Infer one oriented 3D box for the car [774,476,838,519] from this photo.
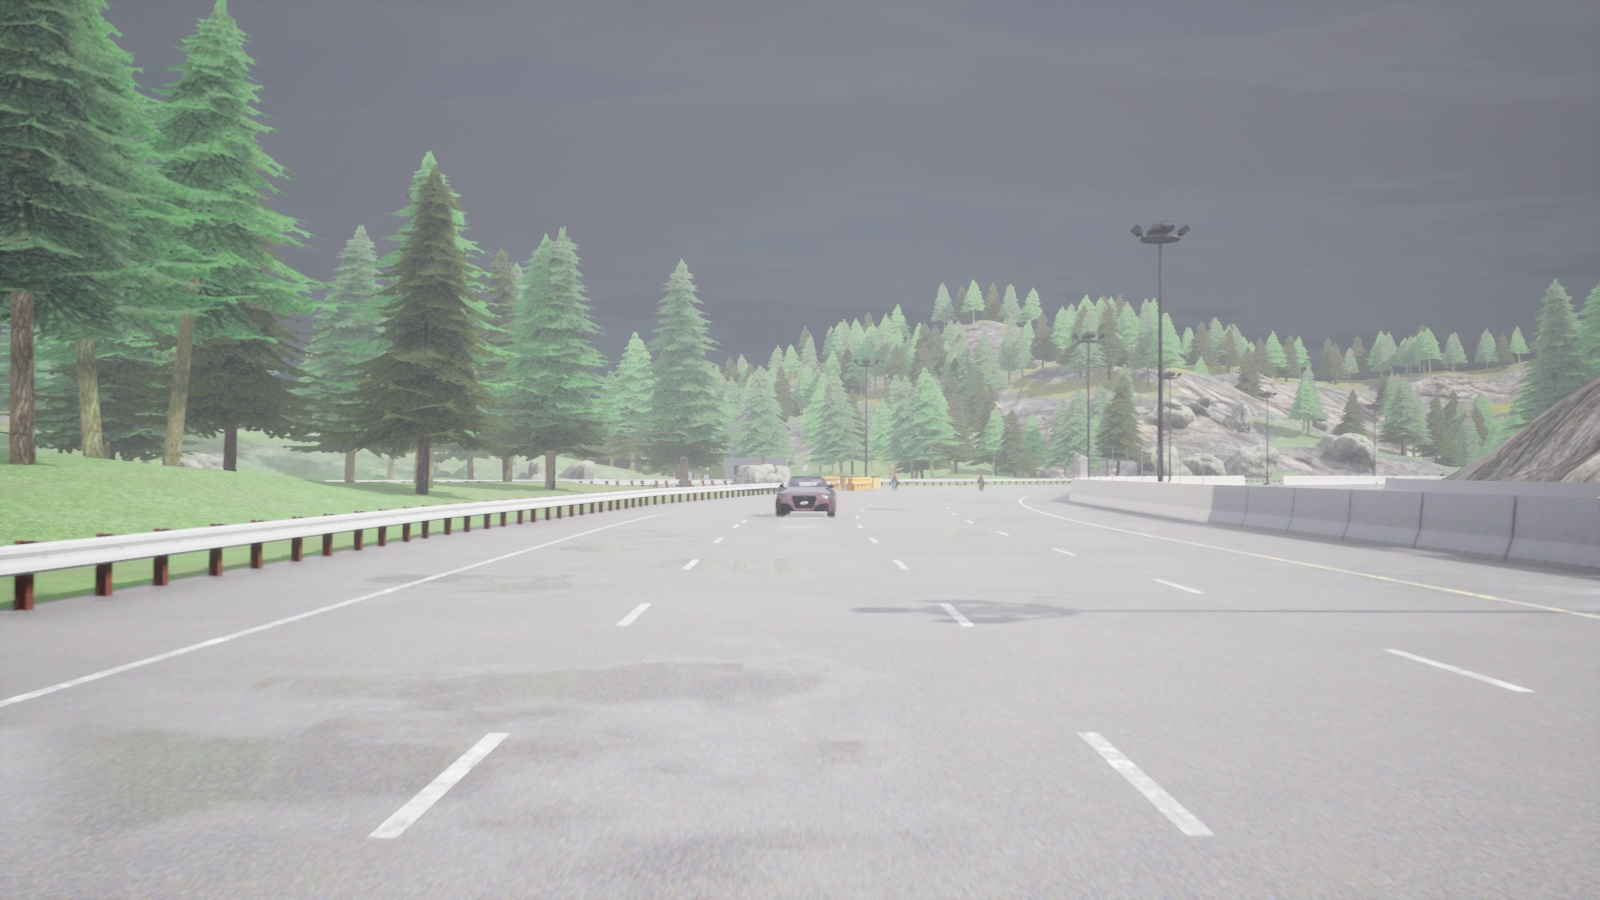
[{"bbox_3d":[0.246,1.603,43.343,1.994,1.385,4.181,0,-1,3],"label":"car"}]
